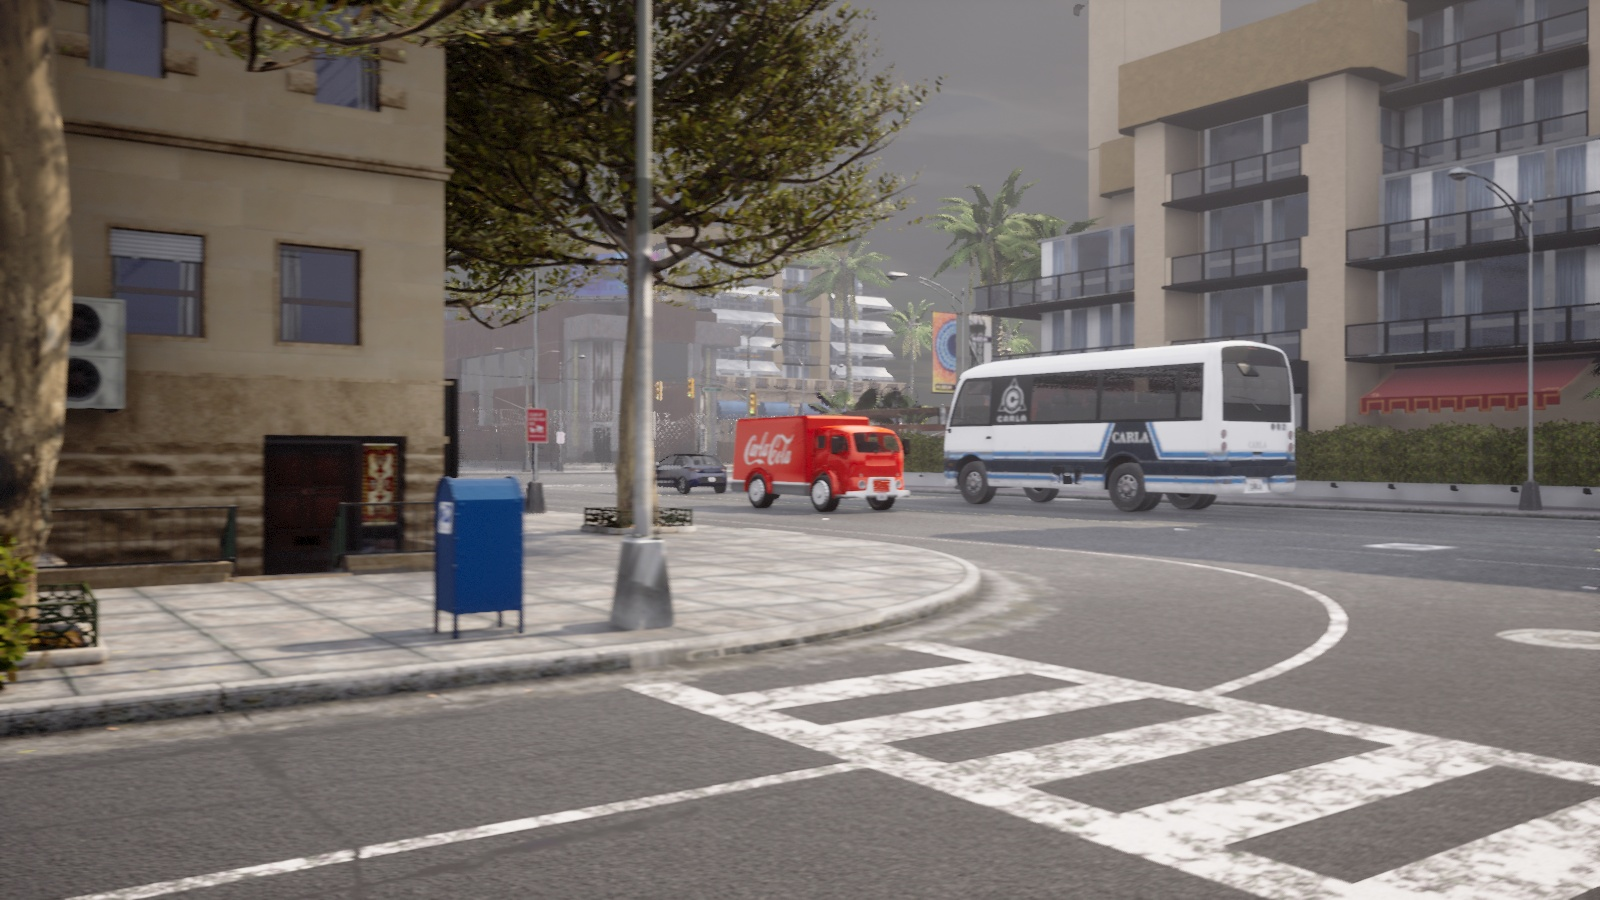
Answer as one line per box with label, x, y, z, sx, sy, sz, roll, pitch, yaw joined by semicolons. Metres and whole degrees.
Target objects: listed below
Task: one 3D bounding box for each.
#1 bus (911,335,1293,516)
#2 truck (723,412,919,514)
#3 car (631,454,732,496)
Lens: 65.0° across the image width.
bus;7.917;-0.569;34.857;3.944;4.253;10.273;0;0;-35
truck;0.459;0.332;33.282;2.627;2.467;5.204;0;0;-35
car;-4.409;0.871;46.268;1.816;1.474;4.193;0;0;-36
